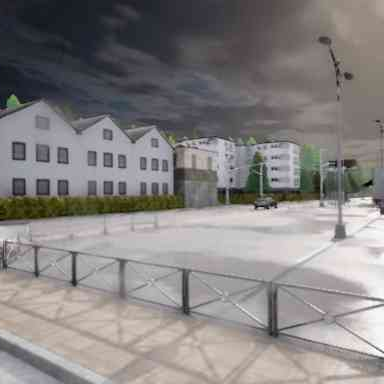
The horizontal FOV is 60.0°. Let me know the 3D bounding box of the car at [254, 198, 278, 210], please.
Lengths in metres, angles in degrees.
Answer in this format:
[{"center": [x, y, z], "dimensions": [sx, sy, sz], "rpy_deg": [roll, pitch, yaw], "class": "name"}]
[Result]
[{"center": [9.674, 1.472, 43.217], "dimensions": [2.128, 1.511, 4.902], "rpy_deg": [-1, 0, 33], "class": "car"}]
